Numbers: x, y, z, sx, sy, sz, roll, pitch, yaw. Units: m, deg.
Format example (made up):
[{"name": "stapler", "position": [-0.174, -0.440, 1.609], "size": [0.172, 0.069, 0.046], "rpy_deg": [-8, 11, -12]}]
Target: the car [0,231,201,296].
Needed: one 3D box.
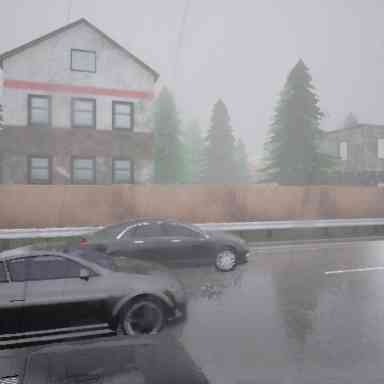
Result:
[{"name": "car", "position": [-2.187, 1.563, 5.483], "size": [4.181, 1.385, 1.994], "rpy_deg": [0, 0, -17]}]

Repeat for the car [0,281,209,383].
[{"name": "car", "position": [-2.022, 1.601, 1.871], "size": [4.718, 1.301, 1.895], "rpy_deg": [0, 0, -17]}]

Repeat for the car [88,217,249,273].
[{"name": "car", "position": [-0.731, 1.504, 9.598], "size": [4.892, 1.490, 1.837], "rpy_deg": [0, 0, -17]}]
